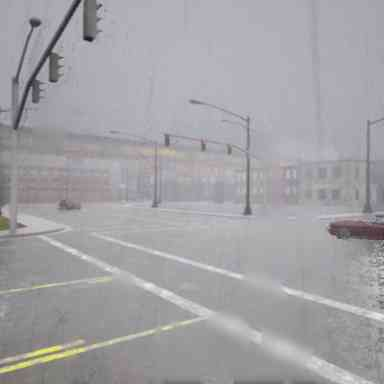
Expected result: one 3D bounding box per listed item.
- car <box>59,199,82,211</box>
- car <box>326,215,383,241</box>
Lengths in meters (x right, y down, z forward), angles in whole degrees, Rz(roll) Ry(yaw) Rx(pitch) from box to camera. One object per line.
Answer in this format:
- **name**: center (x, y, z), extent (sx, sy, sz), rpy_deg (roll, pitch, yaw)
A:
- **car**: center (-15.527, 1.636, 42.246), extent (1.837, 1.490, 4.892), rpy_deg (0, 0, -36)
- **car**: center (9.176, 1.774, 16.227), extent (4.718, 1.301, 1.895), rpy_deg (0, -1, 34)
